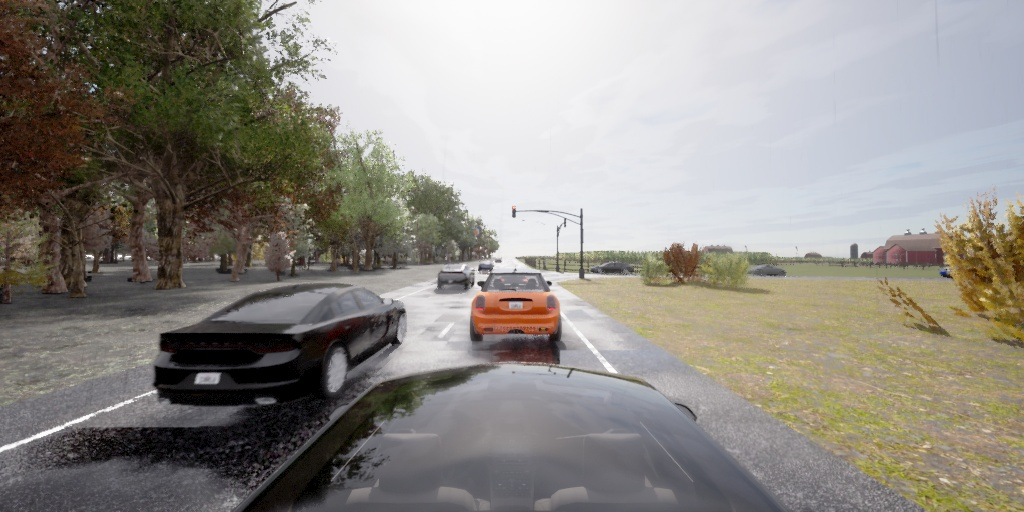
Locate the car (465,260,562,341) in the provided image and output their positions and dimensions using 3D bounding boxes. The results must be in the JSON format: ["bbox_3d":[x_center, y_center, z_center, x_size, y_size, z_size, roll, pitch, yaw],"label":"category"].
[{"bbox_3d":[0.079,1.104,9.993,2.097,1.767,4.553,0,0,0],"label":"car"}]

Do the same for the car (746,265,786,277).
[{"bbox_3d":[29.006,1.688,41.331,4.181,1.385,1.994,1,-1,0],"label":"car"}]

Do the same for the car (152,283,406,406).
[{"bbox_3d":[-3.411,1.229,6.485,1.882,1.535,5.008,0,0,0],"label":"car"}]

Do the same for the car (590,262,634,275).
[{"bbox_3d":[11.599,1.445,41.711,4.892,1.490,1.837,1,-1,5],"label":"car"}]

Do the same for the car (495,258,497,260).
[{"bbox_3d":[-3.532,1.320,49.597,1.994,1.385,4.181,0,0,0],"label":"car"}]

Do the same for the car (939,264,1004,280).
[{"bbox_3d":[48.883,1.772,37.669,4.902,1.511,2.128,1,-1,1],"label":"car"}]

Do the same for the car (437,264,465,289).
[{"bbox_3d":[-3.461,1.246,22.818,2.128,1.511,4.902,0,0,1],"label":"car"}]
